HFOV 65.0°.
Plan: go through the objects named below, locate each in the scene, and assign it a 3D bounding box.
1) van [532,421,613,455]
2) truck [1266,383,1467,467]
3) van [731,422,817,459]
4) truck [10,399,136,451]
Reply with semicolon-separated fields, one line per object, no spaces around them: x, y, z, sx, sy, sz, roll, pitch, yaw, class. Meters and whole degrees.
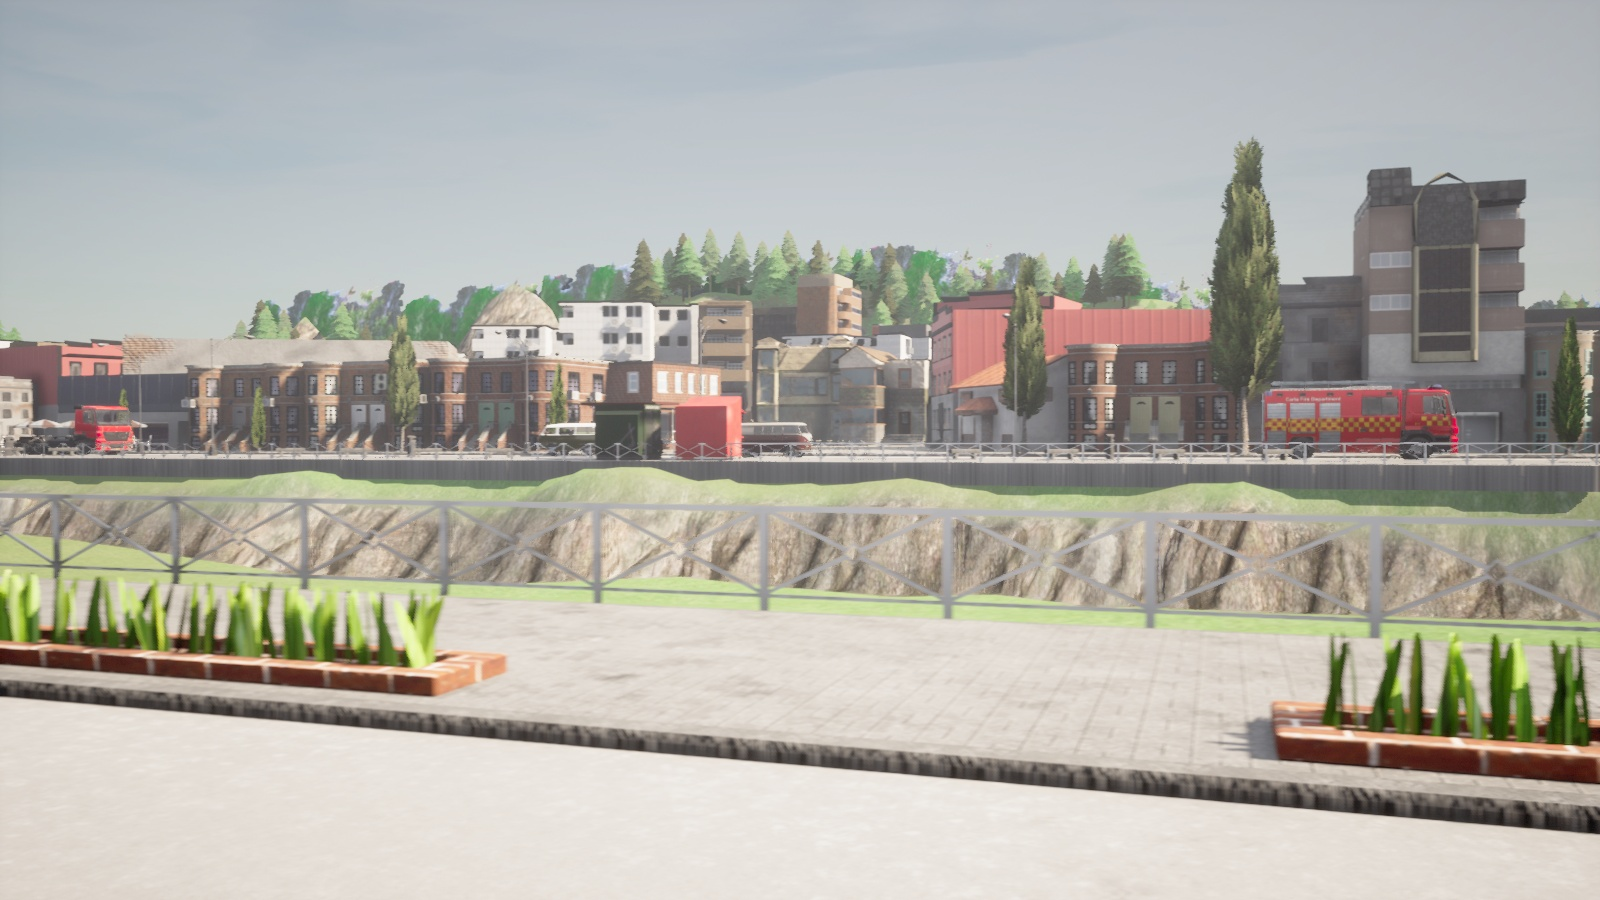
-14.087;-0.748;77.768;4.480;2.038;2.069;1;1;19;van
26.750;-1.195;59.811;8.468;3.827;2.891;1;1;19;truck
-1.430;-0.536;69.297;4.442;1.987;1.775;1;1;19;van
-49.475;-1.710;85.430;7.936;3.462;2.891;1;1;19;truck
